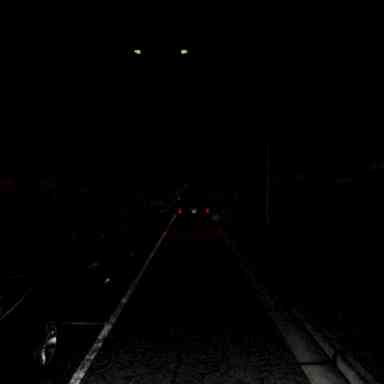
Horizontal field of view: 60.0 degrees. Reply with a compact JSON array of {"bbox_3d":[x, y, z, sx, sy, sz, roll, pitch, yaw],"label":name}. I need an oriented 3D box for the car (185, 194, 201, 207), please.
[{"bbox_3d":[0.143,0.997,40.540,1.895,1.301,4.718,0,1,0],"label":"car"}]

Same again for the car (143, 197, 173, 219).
[{"bbox_3d":[-2.609,1.265,25.039,1.802,1.307,4.206,0,1,0],"label":"car"}]

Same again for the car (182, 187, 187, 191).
[{"bbox_3d":[-2.552,0.233,69.314,1.887,1.381,4.507,1,2,0],"label":"car"}]

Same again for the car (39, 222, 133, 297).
[{"bbox_3d":[-2.632,1.496,8.420,1.947,1.339,4.313,0,1,0],"label":"car"}]

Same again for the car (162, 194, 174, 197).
[{"bbox_3d":[-2.602,1.148,30.570,1.947,1.339,4.313,0,1,0],"label":"car"}]

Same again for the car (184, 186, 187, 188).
[{"bbox_3d":[-2.545,0.050,74.676,1.752,1.417,4.829,1,2,0],"label":"car"}]

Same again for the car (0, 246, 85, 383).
[{"bbox_3d":[-2.640,1.547,2.879,1.947,1.339,4.313,0,0,0],"label":"car"}]

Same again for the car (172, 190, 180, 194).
[{"bbox_3d":[-2.595,0.921,36.100,1.967,1.590,4.097,0,1,0],"label":"car"}]

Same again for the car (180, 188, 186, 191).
[{"bbox_3d":[-2.560,0.392,63.781,1.887,1.381,4.507,1,2,0],"label":"car"}]

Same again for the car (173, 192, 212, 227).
[{"bbox_3d":[0.119,1.105,21.009,2.097,1.767,4.553,0,1,0],"label":"car"}]

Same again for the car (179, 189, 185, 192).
[{"bbox_3d":[-2.575,0.683,52.712,2.008,1.369,4.403,1,1,0],"label":"car"}]
